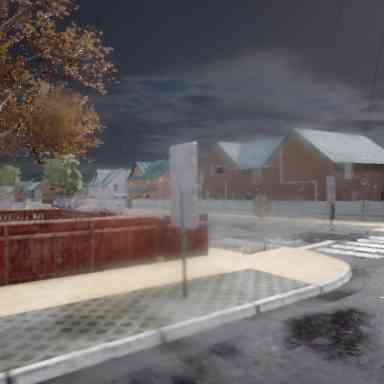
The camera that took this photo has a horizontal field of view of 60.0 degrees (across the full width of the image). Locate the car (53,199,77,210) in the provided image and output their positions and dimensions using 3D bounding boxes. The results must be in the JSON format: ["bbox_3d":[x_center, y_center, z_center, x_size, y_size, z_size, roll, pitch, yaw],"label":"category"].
[{"bbox_3d":[-18.150,1.979,47.239,2.150,2.045,5.566,-3,1,-36],"label":"car"}]

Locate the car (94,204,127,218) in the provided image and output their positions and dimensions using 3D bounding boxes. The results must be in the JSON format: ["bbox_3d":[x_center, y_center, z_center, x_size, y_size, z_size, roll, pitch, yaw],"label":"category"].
[{"bbox_3d":[-8.219,1.961,33.331,1.882,1.535,5.008,-3,1,-36],"label":"car"}]
